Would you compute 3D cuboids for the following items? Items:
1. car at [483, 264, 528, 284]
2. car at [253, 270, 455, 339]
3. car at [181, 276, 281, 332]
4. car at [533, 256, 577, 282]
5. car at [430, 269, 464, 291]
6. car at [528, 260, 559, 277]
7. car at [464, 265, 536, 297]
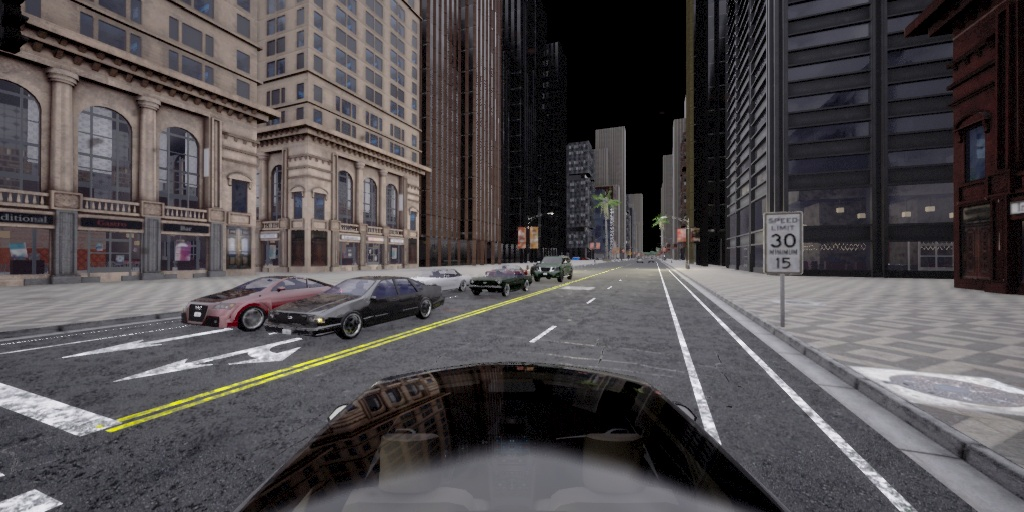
[{"bbox_3d":[-0.376,1.363,28.424,1.895,1.301,4.718,0,0,22],"label":"car"},{"bbox_3d":[-4.042,1.299,10.471,2.033,1.411,5.357,0,0,22],"label":"car"},{"bbox_3d":[-7.313,1.315,11.034,1.994,1.385,4.181,0,0,22],"label":"car"},{"bbox_3d":[3.481,0.986,29.310,2.150,2.045,5.566,0,0,22],"label":"car"},{"bbox_3d":[-4.070,1.356,19.173,1.895,1.301,4.718,0,0,22],"label":"car"},{"bbox_3d":[3.443,1.250,37.889,1.882,1.535,5.008,0,0,22],"label":"car"},{"bbox_3d":[-0.488,1.357,19.377,1.895,1.301,4.718,0,0,22],"label":"car"}]
